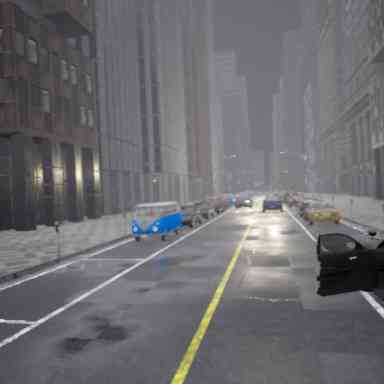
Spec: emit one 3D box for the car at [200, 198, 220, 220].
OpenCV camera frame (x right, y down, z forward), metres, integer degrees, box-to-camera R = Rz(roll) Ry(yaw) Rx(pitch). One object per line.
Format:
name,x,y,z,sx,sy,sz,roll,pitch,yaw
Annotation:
car,0.794,1.527,27.765,1.947,1.339,4.313,-3,0,13

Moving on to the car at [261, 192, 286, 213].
car,7.740,1.130,32.069,1.882,1.535,5.008,-3,0,13

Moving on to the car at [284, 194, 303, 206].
car,12.820,0.992,42.395,1.947,1.339,4.313,-3,0,13

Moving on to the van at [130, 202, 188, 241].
van,-1.694,1.413,16.767,1.690,1.788,3.998,-3,0,13

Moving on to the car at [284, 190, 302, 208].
car,11.575,0.922,36.896,1.967,1.590,4.097,-3,0,13

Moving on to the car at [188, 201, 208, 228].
car,-0.444,1.582,22.266,1.947,1.339,4.313,-3,0,13

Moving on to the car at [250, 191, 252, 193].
car,13.178,0.961,82.751,2.008,1.369,4.403,-3,0,13

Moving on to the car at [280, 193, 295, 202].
car,15.296,0.860,53.392,1.887,1.381,4.507,-3,0,13

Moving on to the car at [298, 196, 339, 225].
car,7.902,1.172,20.568,1.752,1.417,4.829,-3,0,13

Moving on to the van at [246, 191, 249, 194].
van,10.691,0.860,71.754,1.690,1.788,3.998,-3,0,13

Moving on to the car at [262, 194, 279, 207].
car,10.139,1.093,43.000,2.033,1.411,5.357,-3,0,13

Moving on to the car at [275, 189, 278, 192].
car,19.006,0.590,69.886,1.967,1.590,4.097,-3,0,13

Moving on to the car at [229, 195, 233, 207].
car,3.270,1.395,38.762,1.887,1.381,4.507,-3,0,13

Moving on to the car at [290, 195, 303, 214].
car,9.104,1.143,25.900,2.008,1.369,4.403,-3,0,13

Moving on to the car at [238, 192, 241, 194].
car,5.742,1.180,49.760,1.967,1.590,4.097,-3,0,13

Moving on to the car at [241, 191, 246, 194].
car,8.219,1.069,60.757,1.967,1.590,4.097,-3,0,13

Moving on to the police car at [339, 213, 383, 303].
police car,4.074,1.243,5.383,1.930,1.638,5.238,-3,0,13

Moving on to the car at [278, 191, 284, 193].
car,14.046,0.686,47.894,2.192,1.841,5.009,-3,0,13

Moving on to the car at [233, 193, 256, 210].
car,6.229,1.266,39.569,2.033,1.411,5.357,-3,0,13

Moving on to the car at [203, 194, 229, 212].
car,2.020,1.221,33.263,2.192,1.841,5.009,-3,0,13
